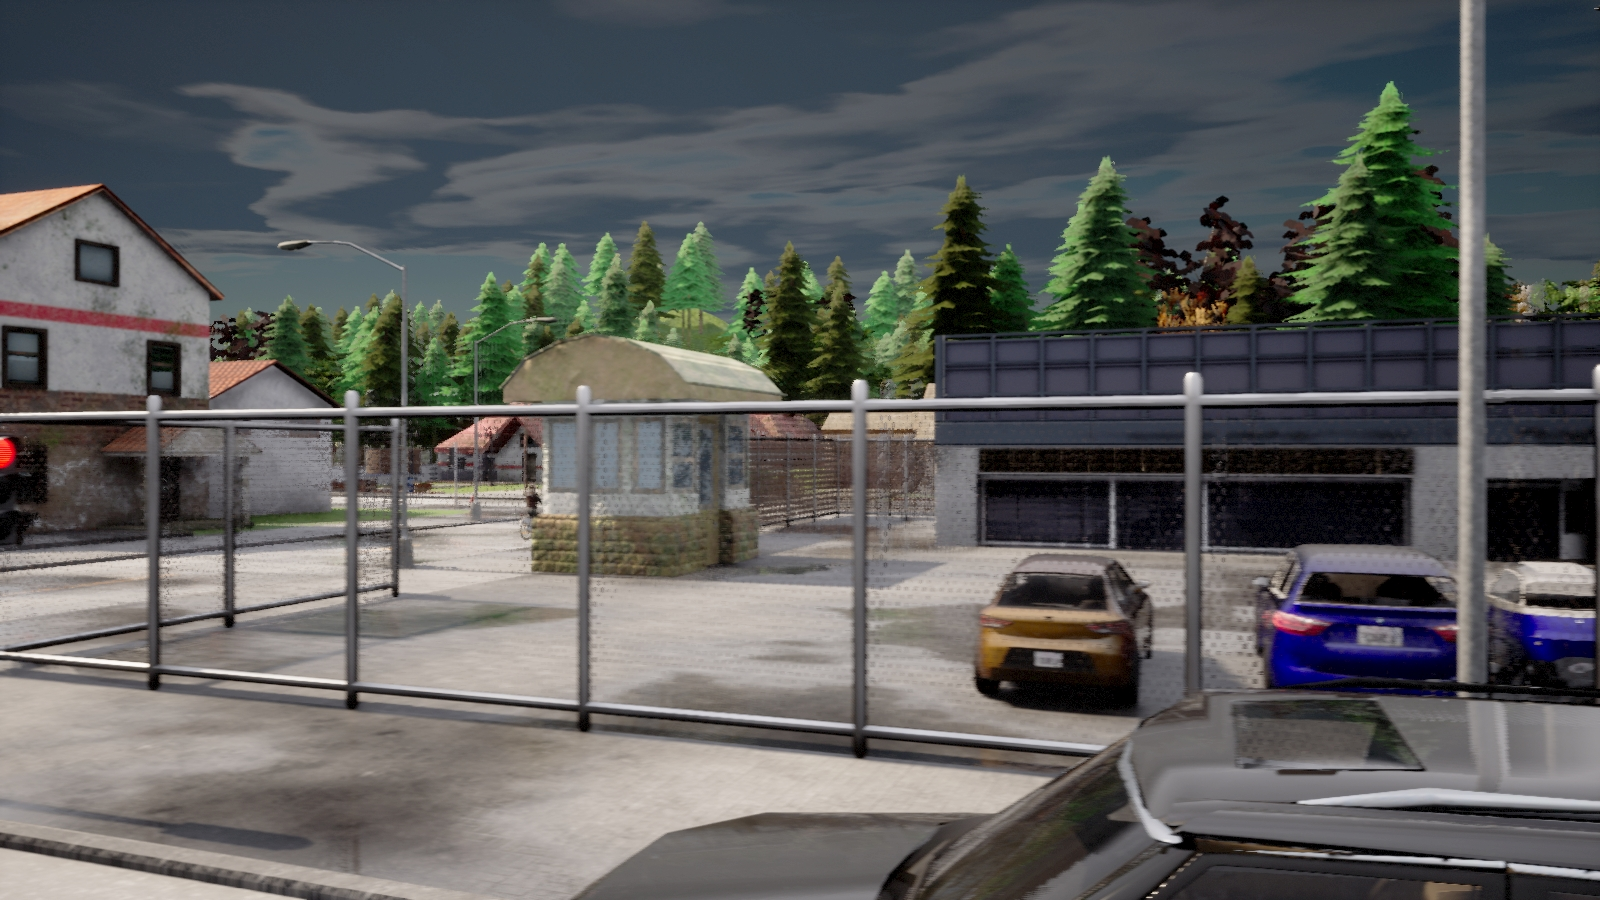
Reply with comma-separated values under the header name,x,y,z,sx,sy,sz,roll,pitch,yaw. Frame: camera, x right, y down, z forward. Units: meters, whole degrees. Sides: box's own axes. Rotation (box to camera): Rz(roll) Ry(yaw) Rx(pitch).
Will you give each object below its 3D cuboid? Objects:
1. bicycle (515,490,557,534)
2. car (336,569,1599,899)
name,x,y,z,sx,sy,sz,roll,pitch,yaw
bicycle,-8.285,1.940,35.971,0.329,1.271,1.835,0,0,20
car,1.704,1.559,3.220,5.566,2.045,2.150,0,0,20
